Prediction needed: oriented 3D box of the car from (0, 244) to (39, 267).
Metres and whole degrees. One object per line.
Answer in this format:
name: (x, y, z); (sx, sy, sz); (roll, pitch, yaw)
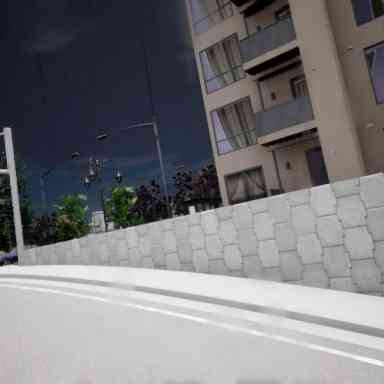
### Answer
car: (-15.549, 5.657, 29.612); (2.097, 1.767, 4.553); (-15, -9, 35)
